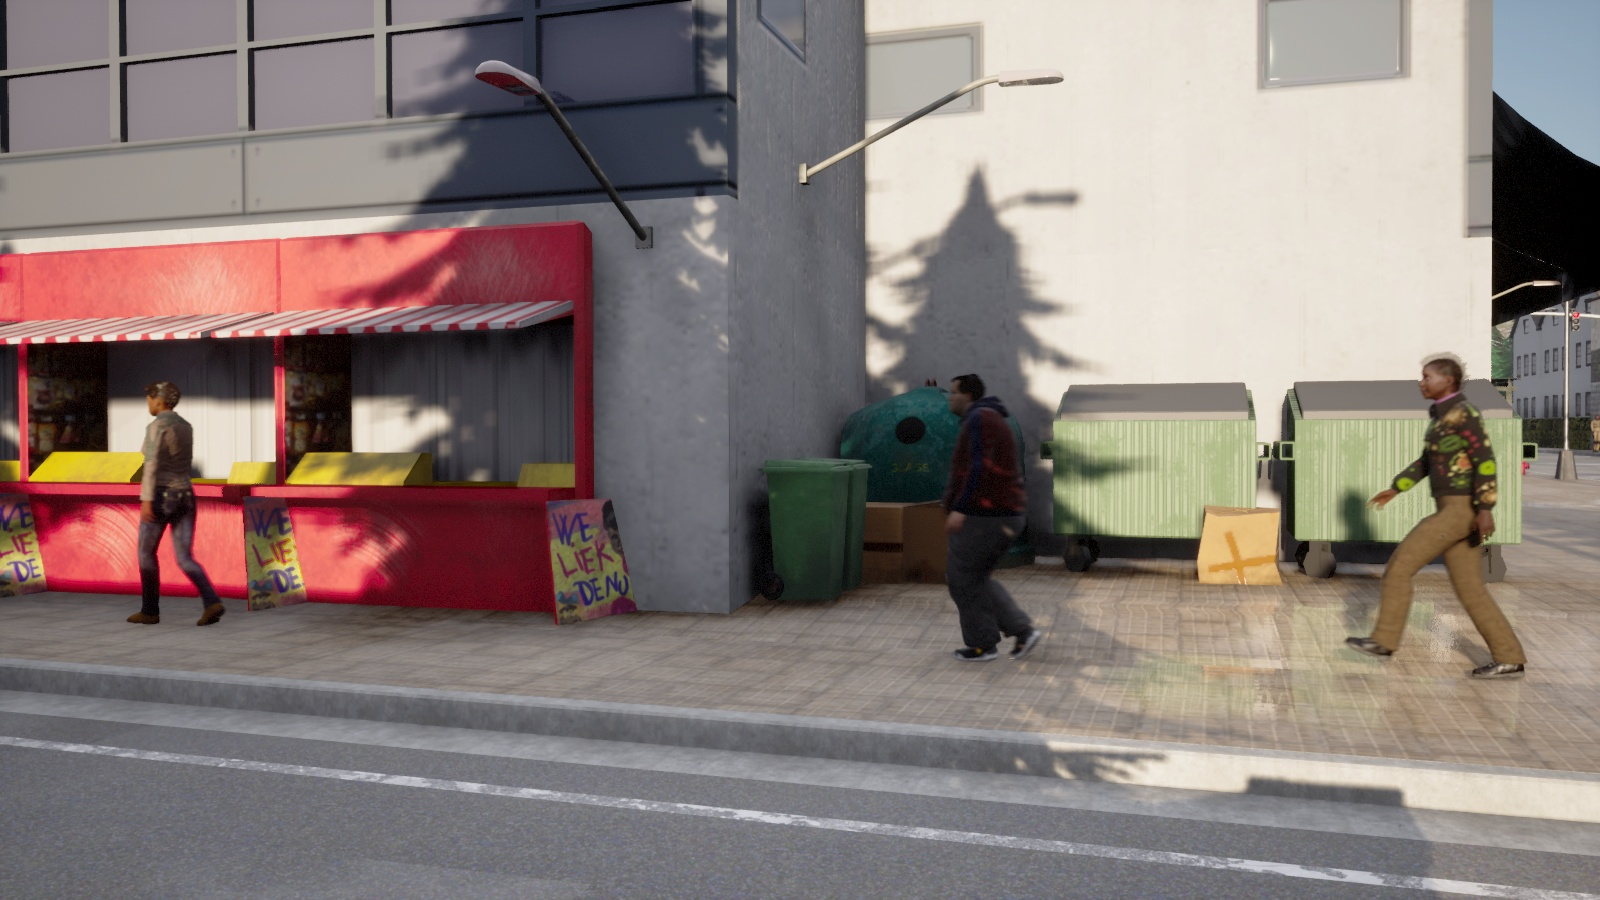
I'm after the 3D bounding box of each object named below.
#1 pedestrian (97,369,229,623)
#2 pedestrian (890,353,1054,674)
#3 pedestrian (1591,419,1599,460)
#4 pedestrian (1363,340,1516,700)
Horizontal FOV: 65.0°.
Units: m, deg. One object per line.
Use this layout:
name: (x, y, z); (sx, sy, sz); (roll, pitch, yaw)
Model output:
pedestrian: (-4.660, 0.323, 9.189); (0.869, 1.805, 0.328); (0, 1, 17)
pedestrian: (1.060, 0.359, 7.648); (0.899, 1.844, 0.634); (0, 1, 16)
pedestrian: (38.228, -0.513, 60.207); (0.396, 1.930, 0.692); (1, 1, 24)
pedestrian: (3.553, 0.371, 7.017); (0.692, 1.930, 0.395); (1, 1, 18)
